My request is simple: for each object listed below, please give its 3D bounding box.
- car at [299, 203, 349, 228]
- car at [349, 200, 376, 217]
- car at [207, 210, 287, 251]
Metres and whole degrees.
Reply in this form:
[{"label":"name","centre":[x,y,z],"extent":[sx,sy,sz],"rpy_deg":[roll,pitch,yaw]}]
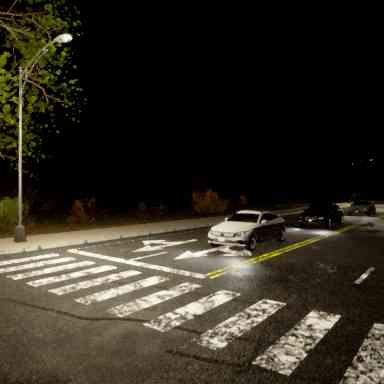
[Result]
[{"label":"car","centre":[8.710,1.497,22.221],"extent":[1.837,1.490,4.892],"rpy_deg":[0,0,38]},{"label":"car","centre":[16.419,1.517,32.079],"extent":[1.812,1.442,4.674],"rpy_deg":[0,0,38]},{"label":"car","centre":[2.538,1.519,14.318],"extent":[1.812,1.442,4.674],"rpy_deg":[0,0,38]}]
